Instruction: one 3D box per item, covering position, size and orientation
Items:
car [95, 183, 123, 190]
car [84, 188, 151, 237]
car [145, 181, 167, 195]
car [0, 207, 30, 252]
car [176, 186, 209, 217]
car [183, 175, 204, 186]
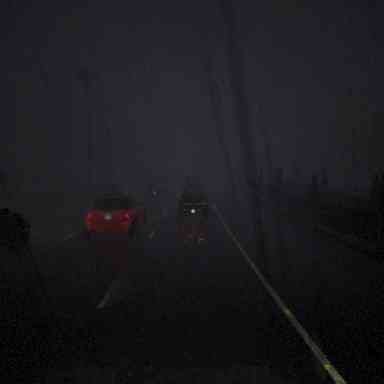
[{"bbox_3d":[-6.990,-0.025,28.071,2.128,1.511,4.902,0,6,0],"label":"car"},{"bbox_3d":[-3.424,0.917,15.660,2.097,1.767,4.553,0,3,0],"label":"car"},{"bbox_3d":[-3.522,-0.496,33.397,1.895,1.301,4.718,0,6,0],"label":"car"},{"bbox_3d":[-6.908,1.078,9.607,2.150,2.045,5.566,0,2,0],"label":"car"},{"bbox_3d":[0.049,0.654,21.390,1.837,1.490,4.892,0,4,0],"label":"car"},{"bbox_3d":[0.216,-1.034,36.033,2.097,1.767,4.553,0,6,3],"label":"car"}]
